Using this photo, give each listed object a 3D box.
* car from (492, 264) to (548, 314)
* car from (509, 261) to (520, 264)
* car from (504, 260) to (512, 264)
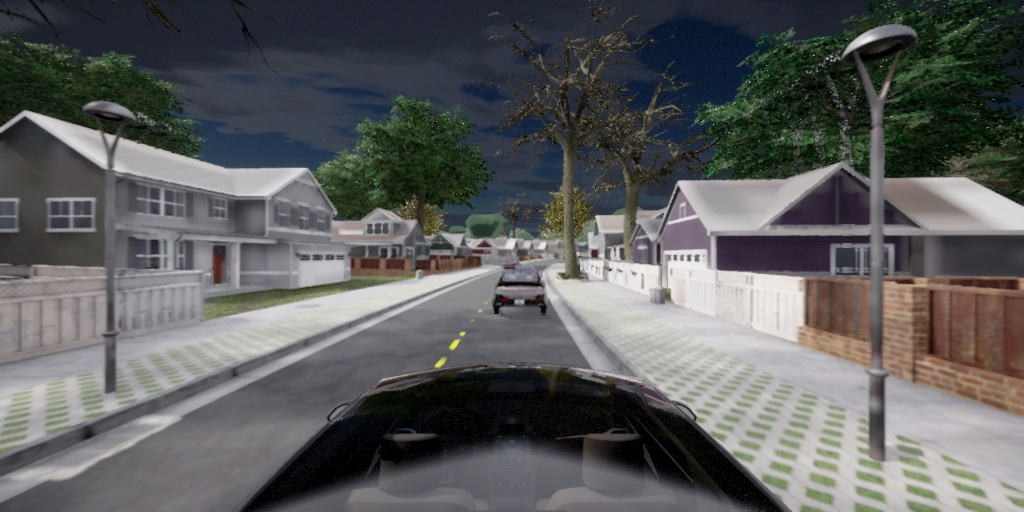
[{"bbox_3d":[0.336,1.232,13.625,2.128,1.511,4.902,0,0,2],"label":"car"},{"bbox_3d":[1.056,1.313,27.683,1.895,1.301,4.718,0,0,4],"label":"car"},{"bbox_3d":[-0.048,1.236,47.052,1.895,1.301,4.718,0,0,7],"label":"car"}]
